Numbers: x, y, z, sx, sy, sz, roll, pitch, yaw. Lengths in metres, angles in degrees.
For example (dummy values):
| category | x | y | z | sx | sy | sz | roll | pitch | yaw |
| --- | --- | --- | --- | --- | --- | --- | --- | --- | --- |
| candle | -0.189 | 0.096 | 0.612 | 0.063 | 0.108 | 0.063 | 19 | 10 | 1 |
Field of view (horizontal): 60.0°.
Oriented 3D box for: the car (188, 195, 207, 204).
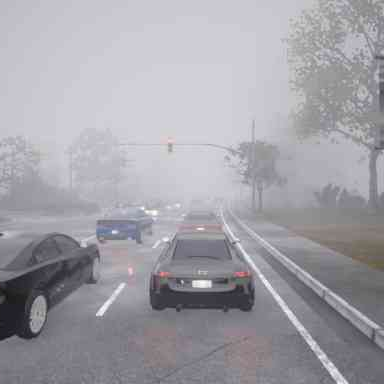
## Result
| category | x | y | z | sx | sy | sz | roll | pitch | yaw |
| --- | --- | --- | --- | --- | --- | --- | --- | --- | --- |
| car | 1.072 | 1.491 | 65.080 | 2.128 | 1.511 | 4.902 | 0 | 0 | 8 |

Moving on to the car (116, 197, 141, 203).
| category | x | y | z | sx | sy | sz | roll | pitch | yaw |
| --- | --- | --- | --- | --- | --- | --- | --- | --- | --- |
| car | -8.578 | 1.491 | 43.436 | 2.128 | 1.511 | 4.902 | 0 | 0 | 5 |

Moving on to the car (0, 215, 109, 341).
| category | x | y | z | sx | sy | sz | roll | pitch | yaw |
| --- | --- | --- | --- | --- | --- | --- | --- | --- | --- |
| car | -3.304 | 1.478 | 6.615 | 1.882 | 1.535 | 5.008 | 0 | 0 | 1 |

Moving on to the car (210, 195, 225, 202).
| category | x | y | z | sx | sy | sz | roll | pitch | yaw |
| --- | --- | --- | --- | --- | --- | --- | --- | --- | --- |
| car | 5.802 | 1.472 | 74.258 | 1.882 | 1.535 | 5.008 | 0 | 0 | 9 |

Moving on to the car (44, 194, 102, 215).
| category | x | y | z | sx | sy | sz | roll | pitch | yaw |
| --- | --- | --- | --- | --- | --- | --- | --- | --- | --- |
| car | -11.761 | 1.216 | 33.072 | 5.566 | 2.045 | 2.150 | 1 | 0 | -2 |

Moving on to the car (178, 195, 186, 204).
| category | x | y | z | sx | sy | sz | roll | pitch | yaw |
| --- | --- | --- | --- | --- | --- | --- | --- | --- | --- |
| car | -2.914 | 1.601 | 62.896 | 1.895 | 1.301 | 4.718 | 0 | 0 | 8 |

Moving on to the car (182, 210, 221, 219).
| category | x | y | z | sx | sy | sz | roll | pitch | yaw |
| --- | --- | --- | --- | --- | --- | --- | --- | --- | --- |
| car | 0.438 | 1.564 | 16.179 | 1.994 | 1.385 | 4.181 | 0 | 0 | 2 |

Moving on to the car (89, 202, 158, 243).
| category | x | y | z | sx | sy | sz | roll | pitch | yaw |
| --- | --- | --- | --- | --- | --- | --- | --- | --- | --- |
| car | -3.070 | 1.478 | 16.014 | 1.882 | 1.535 | 5.008 | 0 | 0 | 2 |

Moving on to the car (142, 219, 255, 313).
| category | x | y | z | sx | sy | sz | roll | pitch | yaw |
| --- | --- | --- | --- | --- | --- | --- | --- | --- | --- |
| car | 0.215 | 1.564 | 7.778 | 1.994 | 1.385 | 4.181 | 0 | 0 | 1 |

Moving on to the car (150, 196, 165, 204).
| category | x | y | z | sx | sy | sz | roll | pitch | yaw |
| --- | --- | --- | --- | --- | --- | --- | --- | --- | --- |
| car | -6.486 | 1.564 | 62.559 | 1.994 | 1.385 | 4.181 | 0 | 0 | 7 |

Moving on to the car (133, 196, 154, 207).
| category | x | y | z | sx | sy | sz | roll | pitch | yaw |
| --- | --- | --- | --- | --- | --- | --- | --- | --- | --- |
| car | -7.675 | 1.491 | 52.619 | 2.128 | 1.511 | 4.902 | 0 | 0 | 6 |

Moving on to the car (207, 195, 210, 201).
| category | x | y | z | sx | sy | sz | roll | pitch | yaw |
| --- | --- | --- | --- | --- | --- | --- | --- | --- | --- |
| car | 3.896 | 1.500 | 84.250 | 1.837 | 1.490 | 4.892 | 0 | 0 | 10 |

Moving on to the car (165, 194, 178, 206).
| category | x | y | z | sx | sy | sz | roll | pitch | yaw |
| --- | --- | --- | --- | --- | --- | --- | --- | --- | --- |
| car | -4.034 | 1.505 | 53.771 | 1.837 | 1.490 | 4.892 | 0 | 0 | 7 |

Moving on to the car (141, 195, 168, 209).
| category | x | y | z | sx | sy | sz | roll | pitch | yaw |
| --- | --- | --- | --- | --- | --- | --- | --- | --- | --- |
| car | -4.966 | 1.491 | 44.517 | 2.128 | 1.511 | 4.902 | 0 | 0 | 5 |

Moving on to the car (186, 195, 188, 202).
| category | x | y | z | sx | sy | sz | roll | pitch | yaw |
| --- | --- | --- | --- | --- | --- | --- | --- | --- | --- |
| car | -1.465 | 1.355 | 73.058 | 2.097 | 1.767 | 4.553 | 0 | 0 | 8 |
